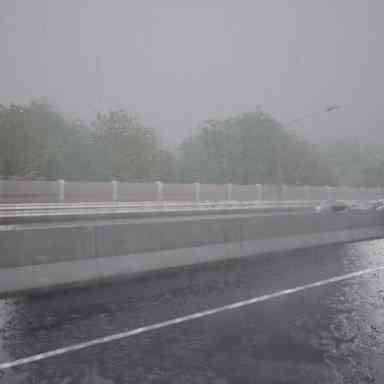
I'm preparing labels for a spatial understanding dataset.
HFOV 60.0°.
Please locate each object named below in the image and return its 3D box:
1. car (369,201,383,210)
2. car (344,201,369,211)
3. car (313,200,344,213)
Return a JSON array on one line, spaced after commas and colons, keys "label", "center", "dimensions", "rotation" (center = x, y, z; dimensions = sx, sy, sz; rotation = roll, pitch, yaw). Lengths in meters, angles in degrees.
[{"label": "car", "center": [18.075, 1.457, 29.215], "dimensions": [4.553, 1.767, 2.097], "rotation": [0, 0, -34]}, {"label": "car", "center": [17.985, 1.661, 33.381], "dimensions": [5.357, 1.411, 2.033], "rotation": [0, 0, -34]}, {"label": "car", "center": [15.052, 1.594, 35.618], "dimensions": [4.902, 1.511, 2.128], "rotation": [0, 0, -34]}]
